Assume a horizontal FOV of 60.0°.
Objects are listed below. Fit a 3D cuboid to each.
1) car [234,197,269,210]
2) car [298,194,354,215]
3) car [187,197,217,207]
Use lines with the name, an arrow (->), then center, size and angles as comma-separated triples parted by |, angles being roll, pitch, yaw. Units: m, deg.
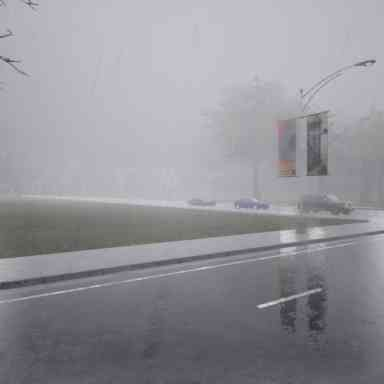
car -> 7.510, 1.444, 42.239 | 1.882, 1.535, 5.008 | 0, 0, -36
car -> 13.524, 1.224, 34.007 | 2.150, 2.045, 5.566 | 0, 0, -36
car -> 1.424, 1.483, 50.583 | 2.033, 1.411, 5.357 | 0, 0, -36
